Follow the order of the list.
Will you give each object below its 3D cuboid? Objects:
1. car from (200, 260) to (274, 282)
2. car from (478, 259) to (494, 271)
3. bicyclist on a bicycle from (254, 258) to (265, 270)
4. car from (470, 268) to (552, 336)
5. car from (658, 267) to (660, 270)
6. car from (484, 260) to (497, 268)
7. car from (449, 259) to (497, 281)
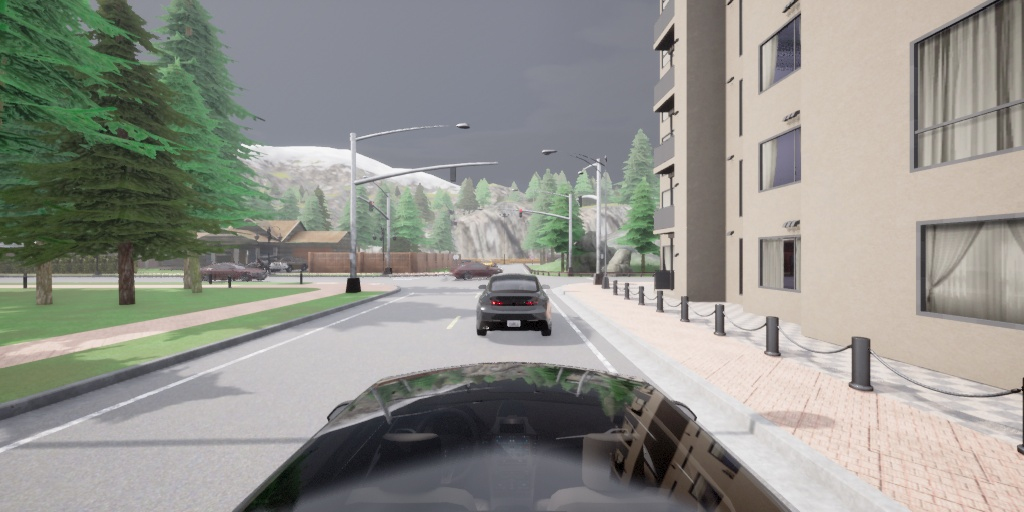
[{"bbox_3d":[-21.368,1.261,27.439,4.674,1.442,1.812,0,0,-1],"label":"car"},{"bbox_3d":[-3.563,1.227,50.248,1.882,1.535,5.008,0,0,0],"label":"car"},{"bbox_3d":[-24.546,1.016,34.882,0.582,1.620,1.656,0,0,-1],"label":"bicyclist on a bicycle"},{"bbox_3d":[0.062,1.255,10.382,1.837,1.490,4.892,0,0,0],"label":"car"},{"bbox_3d":[16.028,0.987,32.081,5.566,2.045,2.150,0,0,-1],"label":"car"},{"bbox_3d":[-3.550,1.351,60.392,1.895,1.301,4.718,0,0,0],"label":"car"},{"bbox_3d":[-3.024,1.269,30.433,4.674,1.442,1.812,0,1,-32],"label":"car"}]
